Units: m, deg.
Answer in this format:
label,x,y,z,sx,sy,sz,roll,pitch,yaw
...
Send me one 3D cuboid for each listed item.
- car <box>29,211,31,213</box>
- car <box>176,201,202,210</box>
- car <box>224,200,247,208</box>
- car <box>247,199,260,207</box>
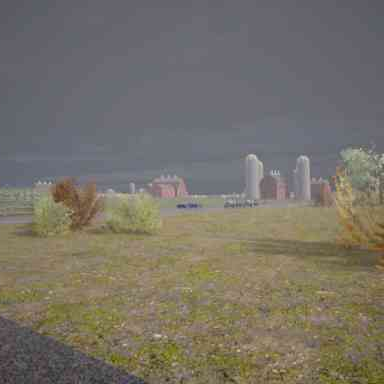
label,x,y,z,sx,sy,sz,roll,pitch,yaw
car,-14.327,1.879,34.601,1.895,1.301,4.718,-1,-1,36
car,-0.480,2.138,53.785,1.895,1.301,4.718,-1,-1,36
car,7.343,2.093,58.468,1.812,1.442,4.674,-1,-1,36
car,11.487,2.173,64.283,1.812,1.442,4.674,-1,-1,36
